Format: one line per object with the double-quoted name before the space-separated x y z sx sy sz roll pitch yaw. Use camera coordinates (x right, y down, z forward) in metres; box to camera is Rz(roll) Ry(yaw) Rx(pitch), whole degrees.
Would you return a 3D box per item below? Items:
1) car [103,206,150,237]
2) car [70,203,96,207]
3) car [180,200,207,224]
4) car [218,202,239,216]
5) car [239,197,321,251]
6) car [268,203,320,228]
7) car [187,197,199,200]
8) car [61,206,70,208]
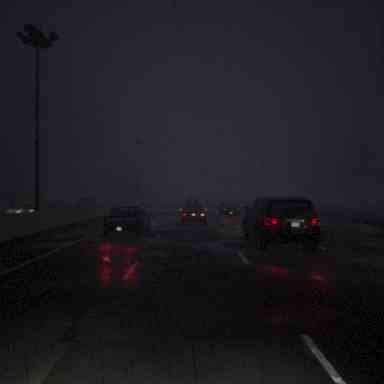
"car" -3.400 1.499 17.945 2.128 1.511 4.902 0 0 0
"car" -14.134 1.520 44.274 1.837 1.490 4.892 0 0 0
"car" 0.097 1.557 24.494 2.033 1.411 5.357 0 0 0
"car" 3.598 1.614 32.770 1.895 1.301 4.718 0 0 0
"car" 3.599 1.228 14.256 2.150 2.045 5.566 0 0 0
"car" 7.099 1.558 23.782 2.033 1.411 5.357 0 0 0
"car" 0.086 1.370 42.341 2.097 1.767 4.553 0 0 0
"car" -17.639 1.581 44.438 1.994 1.385 4.181 0 0 0
